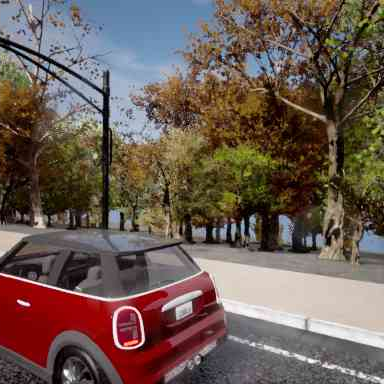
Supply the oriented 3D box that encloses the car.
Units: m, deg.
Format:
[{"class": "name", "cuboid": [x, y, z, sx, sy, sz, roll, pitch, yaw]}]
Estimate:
[{"class": "car", "cuboid": [-1.815, 1.351, 4.979, 4.553, 1.767, 2.097, 0, 0, 36]}]
